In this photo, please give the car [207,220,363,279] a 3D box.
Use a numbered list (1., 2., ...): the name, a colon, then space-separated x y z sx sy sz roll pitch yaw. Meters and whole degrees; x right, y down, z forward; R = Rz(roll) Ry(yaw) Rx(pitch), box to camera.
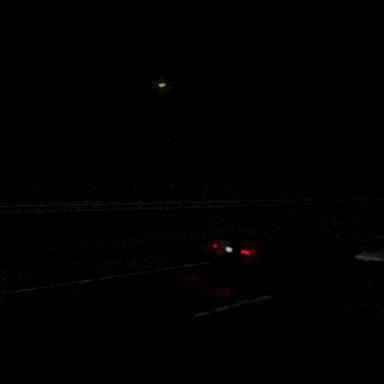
1. car: 3.016 1.573 10.171 5.357 1.411 2.033 0 0 -35
